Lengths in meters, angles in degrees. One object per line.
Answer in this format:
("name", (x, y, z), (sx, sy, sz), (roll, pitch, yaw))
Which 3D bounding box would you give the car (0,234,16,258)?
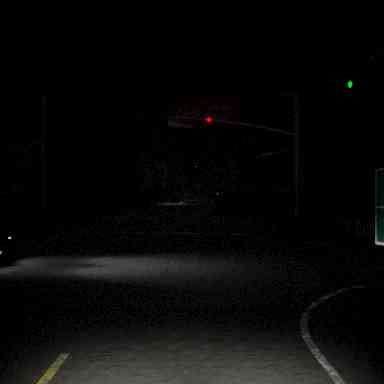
("car", (-8.269, 1.727, 10.510), (4.718, 1.301, 1.895), (-3, 0, 0))

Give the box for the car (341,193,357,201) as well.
("car", (34.741, 1.485, 71.903), (2.007, 1.523, 4.514), (0, 0, 0))

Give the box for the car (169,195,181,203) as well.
("car", (-3.612, 1.348, 68.598), (2.097, 1.767, 4.553), (0, 0, 0))

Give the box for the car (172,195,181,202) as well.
("car", (-3.619, 1.535, 78.921), (2.033, 1.411, 5.357), (0, 0, 0))

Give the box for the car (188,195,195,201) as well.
("car", (-0.130, 1.548, 86.342), (1.994, 1.385, 4.181), (0, 0, 0))

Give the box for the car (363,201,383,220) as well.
("car", (18.625, 1.670, 30.678), (4.611, 1.667, 2.242), (0, 0, 0))

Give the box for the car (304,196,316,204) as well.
("car", (22.355, 1.549, 64.083), (1.970, 1.475, 3.806), (0, 0, 0))

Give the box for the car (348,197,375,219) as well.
("car", (14.311, 1.503, 24.998), (3.866, 1.878, 1.905), (0, 0, 0))
